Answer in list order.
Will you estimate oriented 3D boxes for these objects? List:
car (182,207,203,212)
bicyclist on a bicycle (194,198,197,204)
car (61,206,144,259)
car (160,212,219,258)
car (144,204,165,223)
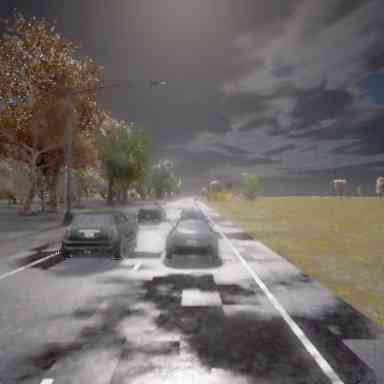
[{"bbox_3d":[0.027,1.921,28.249,1.895,1.301,4.718,0,-1,0],"label":"car"},{"bbox_3d":[0.989,2.415,92.368,0.659,1.776,1.843,0,0,0],"label":"bicyclist on a bicycle"},{"bbox_3d":[-3.473,1.503,13.422,2.097,1.767,4.553,0,-1,1],"label":"car"},{"bbox_3d":[0.026,1.717,13.442,1.994,1.385,4.181,0,-1,1],"label":"car"},{"bbox_3d":[-3.461,1.808,29.233,1.882,1.535,5.008,0,0,1],"label":"car"}]
